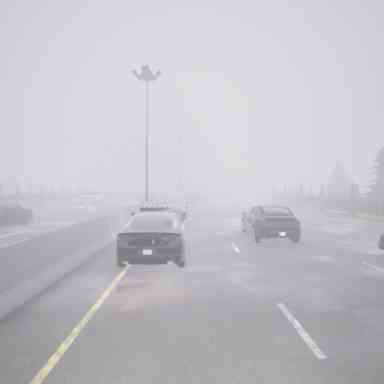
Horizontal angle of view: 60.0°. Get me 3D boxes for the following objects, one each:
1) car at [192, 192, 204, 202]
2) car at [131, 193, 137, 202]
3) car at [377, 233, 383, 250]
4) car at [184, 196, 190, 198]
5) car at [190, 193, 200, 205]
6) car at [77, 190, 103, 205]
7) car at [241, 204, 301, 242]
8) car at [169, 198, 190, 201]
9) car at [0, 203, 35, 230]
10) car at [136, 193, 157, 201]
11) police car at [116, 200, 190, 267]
[{"bbox_3d":[0.871,0.771,58.666,2.097,1.767,4.553,0,1,10],"label":"car"},{"bbox_3d":[-9.444,0.920,60.060,2.128,1.511,4.902,0,0,10],"label":"car"},{"bbox_3d":[7.031,1.435,8.495,2.033,1.411,5.357,0,1,0],"label":"car"},{"bbox_3d":[-1.276,1.248,26.879,1.812,1.442,4.674,0,1,0],"label":"car"},{"bbox_3d":[-0.228,1.139,46.570,1.895,1.301,4.718,0,1,3],"label":"car"},{"bbox_3d":[-14.256,0.765,47.049,2.150,2.045,5.566,0,0,2],"label":"car"},{"bbox_3d":[3.470,1.332,15.225,1.837,1.490,4.892,0,1,0],"label":"car"},{"bbox_3d":[-1.226,1.303,20.880,1.812,1.442,4.674,0,1,0],"label":"car"},{"bbox_3d":[-10.758,1.348,18.549,2.033,1.411,5.357,0,0,0],"label":"car"},{"bbox_3d":[-6.815,0.977,53.121,2.128,1.511,4.902,0,0,6],"label":"car"},{"bbox_3d":[-1.146,1.293,10.989,1.930,1.638,5.238,0,1,0],"label":"police car"}]
